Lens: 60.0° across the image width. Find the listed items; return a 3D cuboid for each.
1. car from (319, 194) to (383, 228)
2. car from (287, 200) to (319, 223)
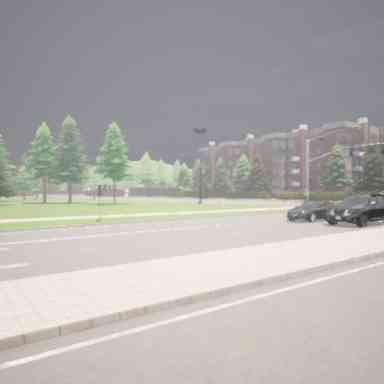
[{"bbox_3d":[11.004,1.167,21.541,5.566,2.045,2.150,-1,0,-35],"label":"car"},{"bbox_3d":[8.998,1.404,24.409,4.892,1.490,1.837,-1,0,-35],"label":"car"}]
